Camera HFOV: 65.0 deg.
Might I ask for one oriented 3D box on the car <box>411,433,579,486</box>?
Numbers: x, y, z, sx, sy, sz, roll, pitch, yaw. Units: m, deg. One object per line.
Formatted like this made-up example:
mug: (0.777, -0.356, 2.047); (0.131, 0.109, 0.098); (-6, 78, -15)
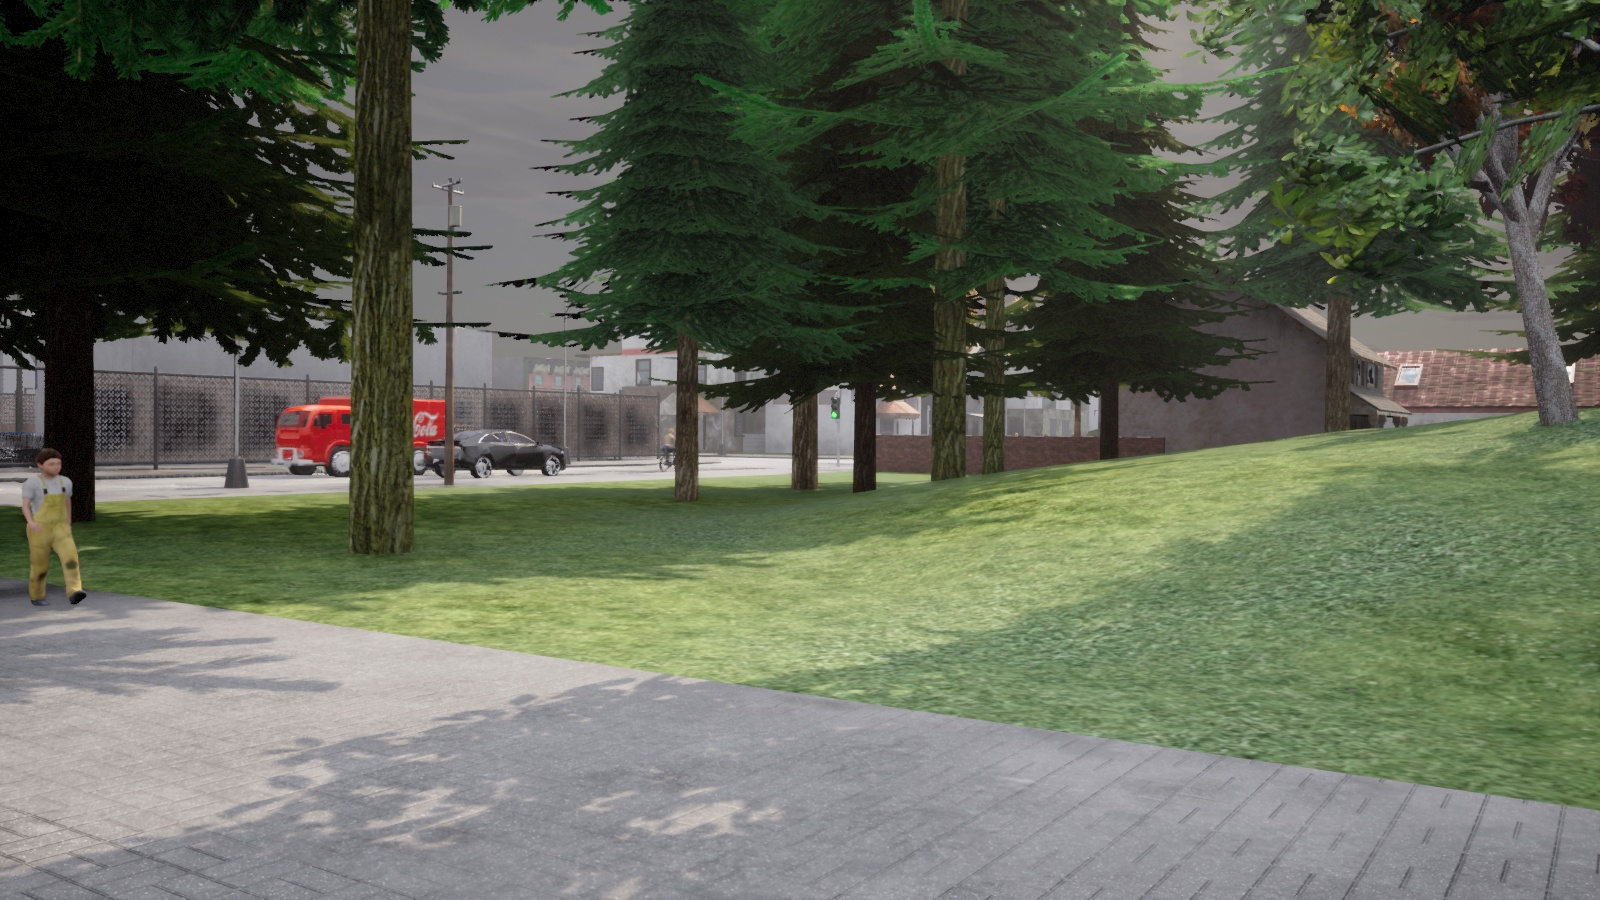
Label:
car: (-9.367, 0.240, 38.970); (2.128, 1.511, 4.902); (0, 1, 34)

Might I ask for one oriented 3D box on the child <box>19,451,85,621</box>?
child: (-5.722, 0.642, 9.601); (0.437, 1.263, 0.270); (0, 1, 37)

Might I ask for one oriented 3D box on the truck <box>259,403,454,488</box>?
truck: (-13.833, -0.169, 39.469); (2.627, 2.467, 5.204); (0, 1, 34)
